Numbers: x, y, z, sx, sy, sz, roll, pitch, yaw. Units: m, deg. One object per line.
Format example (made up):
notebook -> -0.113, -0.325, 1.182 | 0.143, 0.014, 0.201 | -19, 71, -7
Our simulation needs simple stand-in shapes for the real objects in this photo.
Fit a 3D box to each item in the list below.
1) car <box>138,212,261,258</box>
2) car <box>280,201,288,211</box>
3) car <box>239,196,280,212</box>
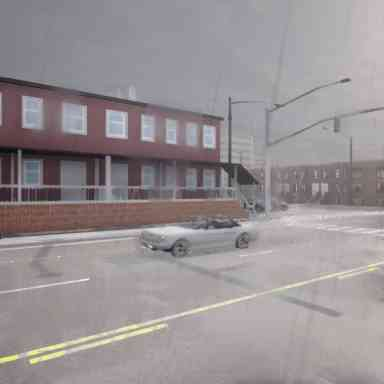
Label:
car -> 0.379, 1.584, 12.822 | 4.718, 1.301, 1.895 | 0, 0, -35
car -> 9.185, 1.319, 39.487 | 2.097, 1.767, 4.553 | 0, 0, -36
car -> 6.827, 1.456, 36.770 | 2.128, 1.511, 4.902 | 0, 0, -36
